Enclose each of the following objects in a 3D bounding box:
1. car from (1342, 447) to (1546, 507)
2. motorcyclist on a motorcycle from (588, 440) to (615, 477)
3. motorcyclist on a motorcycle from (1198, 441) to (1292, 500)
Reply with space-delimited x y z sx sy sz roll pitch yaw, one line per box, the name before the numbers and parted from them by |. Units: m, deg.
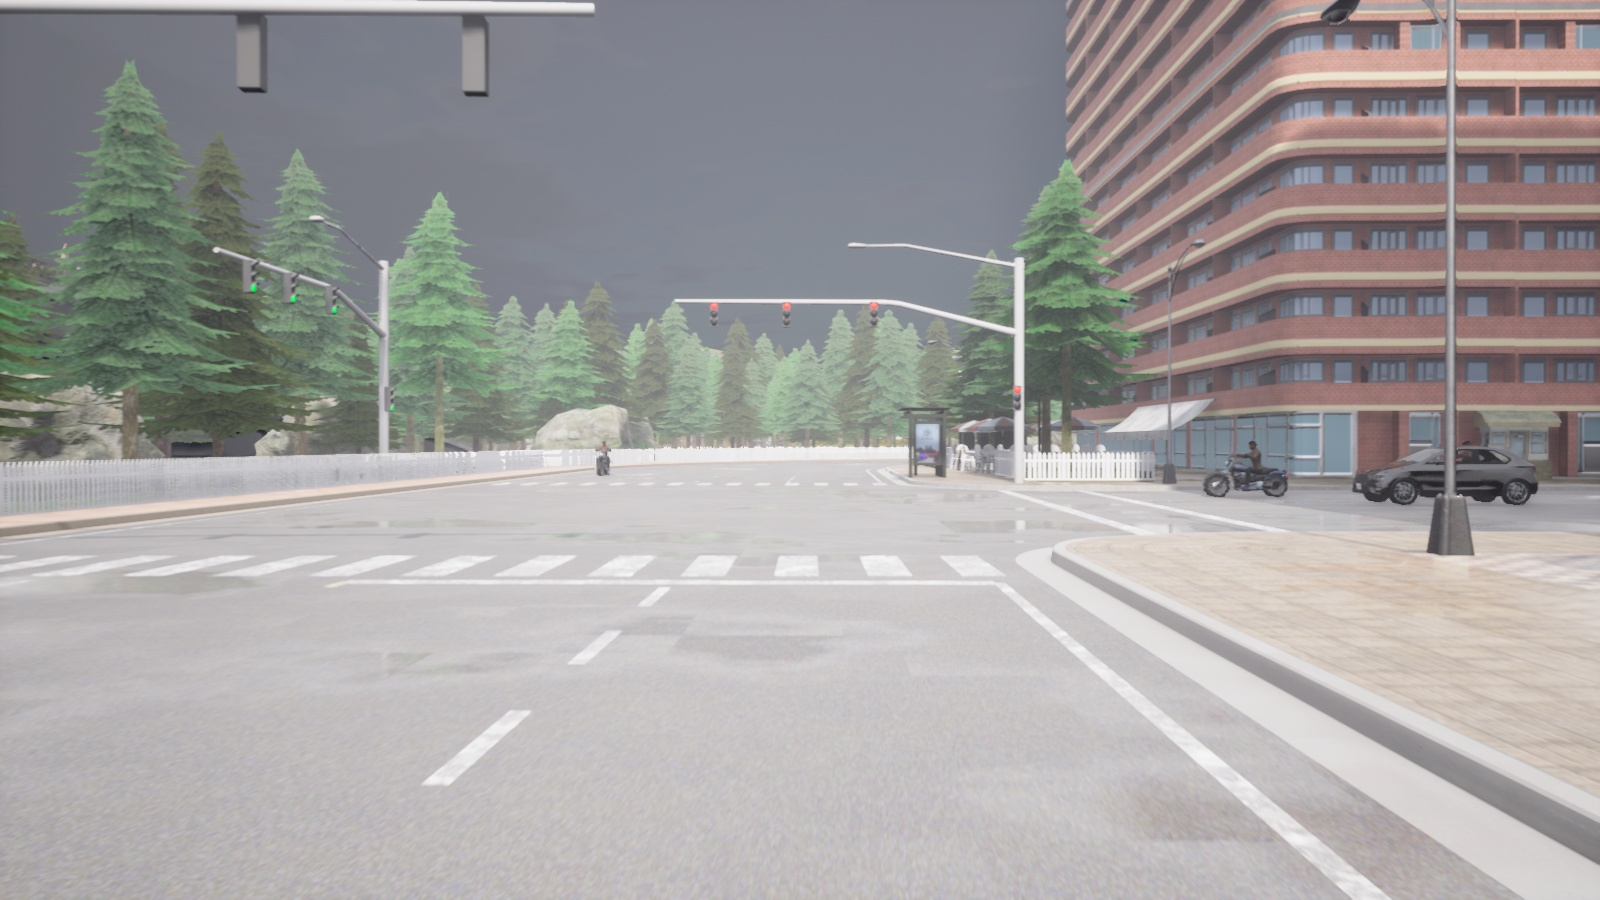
car | 16.151 0.656 31.652 4.193 1.474 1.816 0 0 1
motorcyclist on a motorcycle | -8.995 0.365 57.020 0.766 1.649 2.350 0 0 2
motorcyclist on a motorcycle | 12.471 0.568 35.247 2.350 1.649 0.766 0 0 1
